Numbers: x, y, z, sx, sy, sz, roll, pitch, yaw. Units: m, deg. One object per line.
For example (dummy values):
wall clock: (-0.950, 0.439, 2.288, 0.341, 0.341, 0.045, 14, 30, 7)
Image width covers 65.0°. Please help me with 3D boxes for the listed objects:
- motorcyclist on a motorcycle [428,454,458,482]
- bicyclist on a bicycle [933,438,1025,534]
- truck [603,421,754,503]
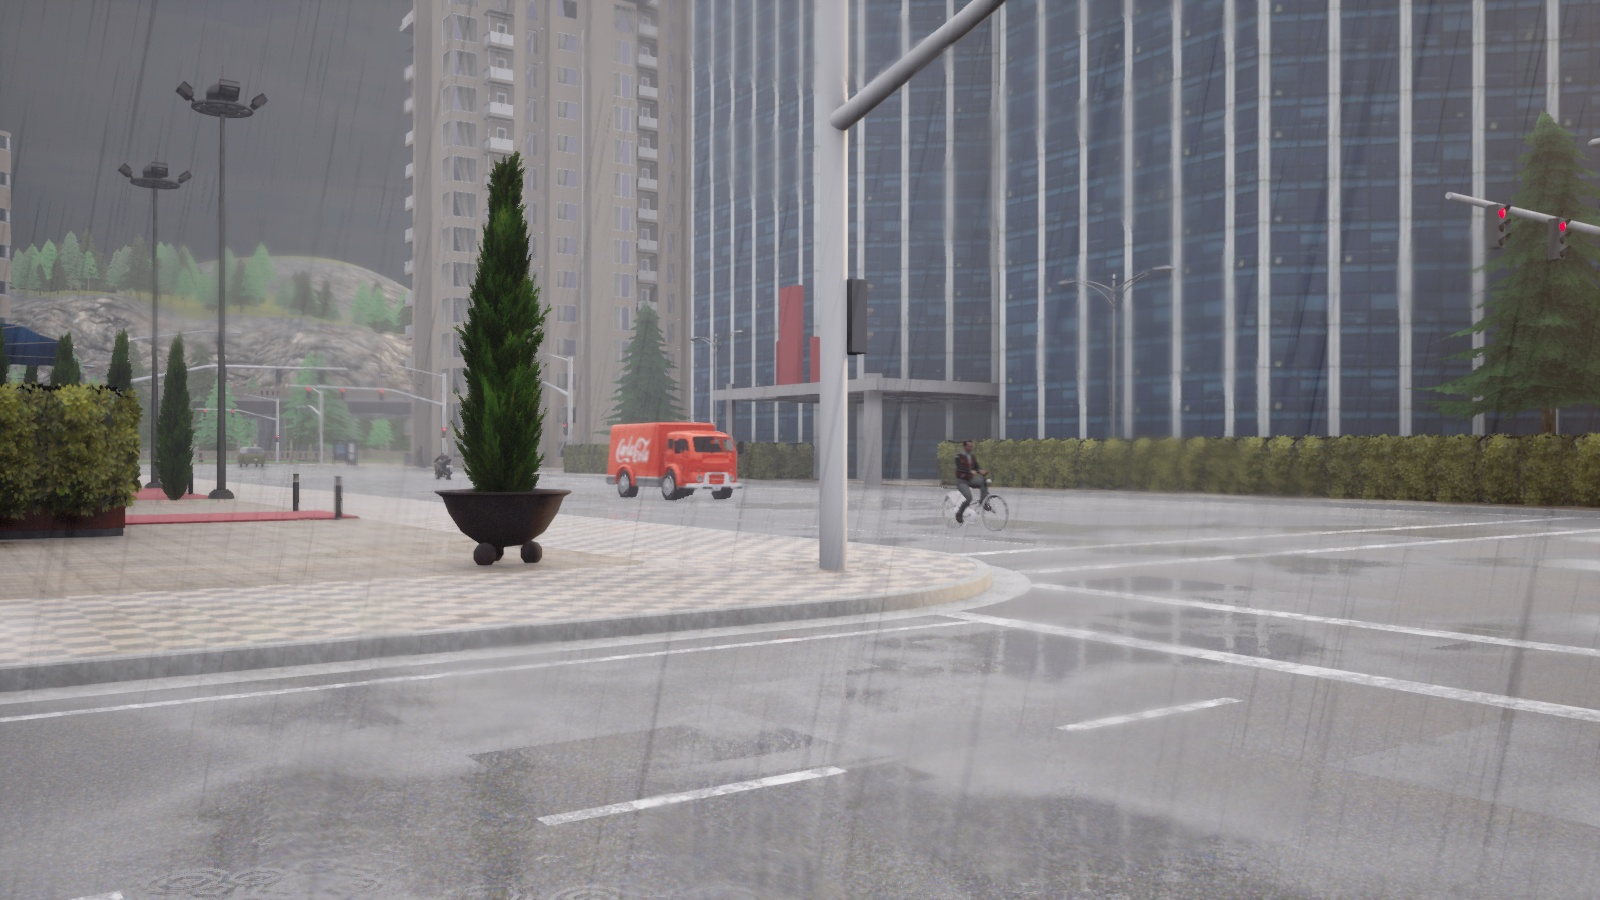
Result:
motorcyclist on a motorcycle: (-19.588, 0.990, 68.870, 0.866, 1.530, 2.191, 0, 0, -35)
bicyclist on a bicycle: (3.427, 0.667, 24.149, 0.659, 1.776, 1.843, 0, 0, -35)
truck: (-4.018, 0.366, 40.755, 2.627, 2.467, 5.204, 0, 0, -35)
